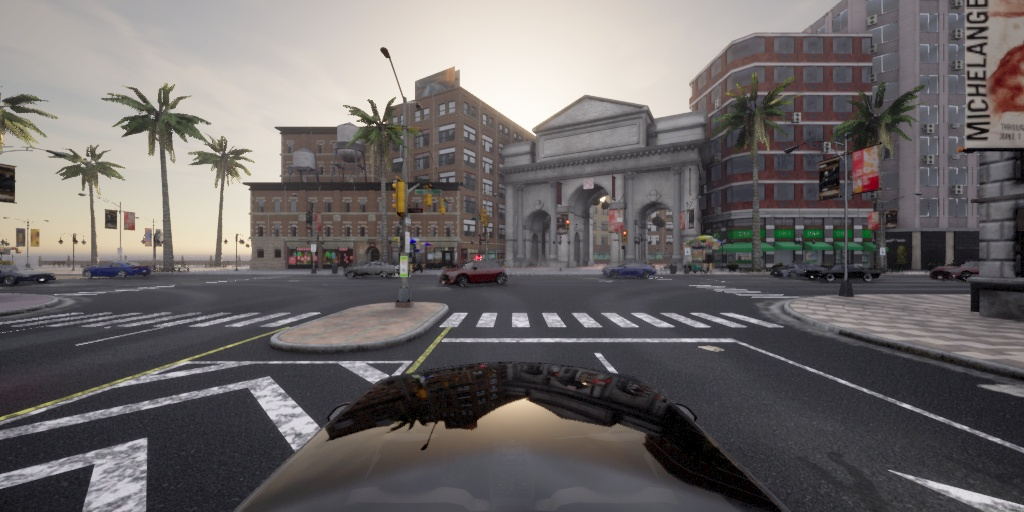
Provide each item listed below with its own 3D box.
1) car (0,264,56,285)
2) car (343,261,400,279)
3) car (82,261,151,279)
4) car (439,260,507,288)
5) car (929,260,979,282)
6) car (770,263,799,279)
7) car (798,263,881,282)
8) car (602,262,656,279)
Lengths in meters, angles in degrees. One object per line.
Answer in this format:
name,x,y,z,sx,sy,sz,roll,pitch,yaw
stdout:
car,-35.827,1.297,25.325,5.357,1.411,2.033,0,0,0
car,-12.597,1.241,32.343,4.902,1.511,2.128,0,0,0
car,-35.795,1.227,32.519,5.008,1.535,1.882,0,0,0
car,-2.612,1.102,24.187,4.553,1.767,2.097,0,0,-38
car,36.144,1.102,28.325,4.553,1.767,2.097,0,0,2
car,25.595,1.312,32.029,4.181,1.385,1.994,0,0,1
car,26.107,1.351,28.541,4.718,1.301,1.895,0,0,1
car,10.467,1.275,32.170,4.674,1.442,1.812,0,0,0
